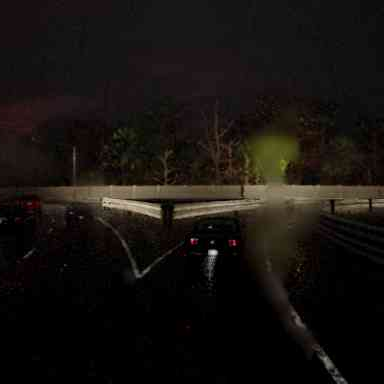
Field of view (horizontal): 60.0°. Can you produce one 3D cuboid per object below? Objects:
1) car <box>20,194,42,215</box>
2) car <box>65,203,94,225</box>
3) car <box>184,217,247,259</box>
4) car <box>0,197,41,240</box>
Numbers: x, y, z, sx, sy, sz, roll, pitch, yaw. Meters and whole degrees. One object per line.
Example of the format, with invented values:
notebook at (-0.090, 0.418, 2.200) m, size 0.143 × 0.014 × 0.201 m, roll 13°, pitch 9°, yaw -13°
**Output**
car at (-16.314, 1.185, 33.307) m, size 2.150 × 2.045 × 5.566 m, roll 0°, pitch 0°, yaw -28°
car at (-8.174, 1.499, 24.144) m, size 1.812 × 1.442 × 4.674 m, roll 0°, pitch 0°, yaw -21°
car at (1.081, 1.587, 12.539) m, size 1.895 × 1.301 × 4.718 m, roll 0°, pitch 0°, yaw 11°
car at (-9.208, 1.334, 16.763) m, size 2.097 × 1.767 × 4.553 m, roll 0°, pitch 0°, yaw -17°
